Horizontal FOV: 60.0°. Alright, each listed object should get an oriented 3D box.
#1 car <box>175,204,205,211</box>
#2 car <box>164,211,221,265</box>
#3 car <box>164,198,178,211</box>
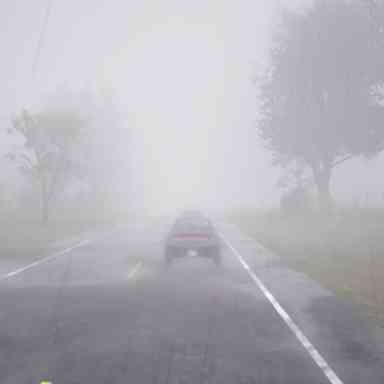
[{"bbox_3d":[0.031,1.899,27.366,2.128,1.511,4.902,0,-1,0],"label":"car"},{"bbox_3d":[0.038,1.668,12.362,2.128,1.511,4.902,0,-1,1],"label":"car"},{"bbox_3d":[-3.554,2.147,58.032,2.150,2.045,5.566,0,-1,1],"label":"car"}]
